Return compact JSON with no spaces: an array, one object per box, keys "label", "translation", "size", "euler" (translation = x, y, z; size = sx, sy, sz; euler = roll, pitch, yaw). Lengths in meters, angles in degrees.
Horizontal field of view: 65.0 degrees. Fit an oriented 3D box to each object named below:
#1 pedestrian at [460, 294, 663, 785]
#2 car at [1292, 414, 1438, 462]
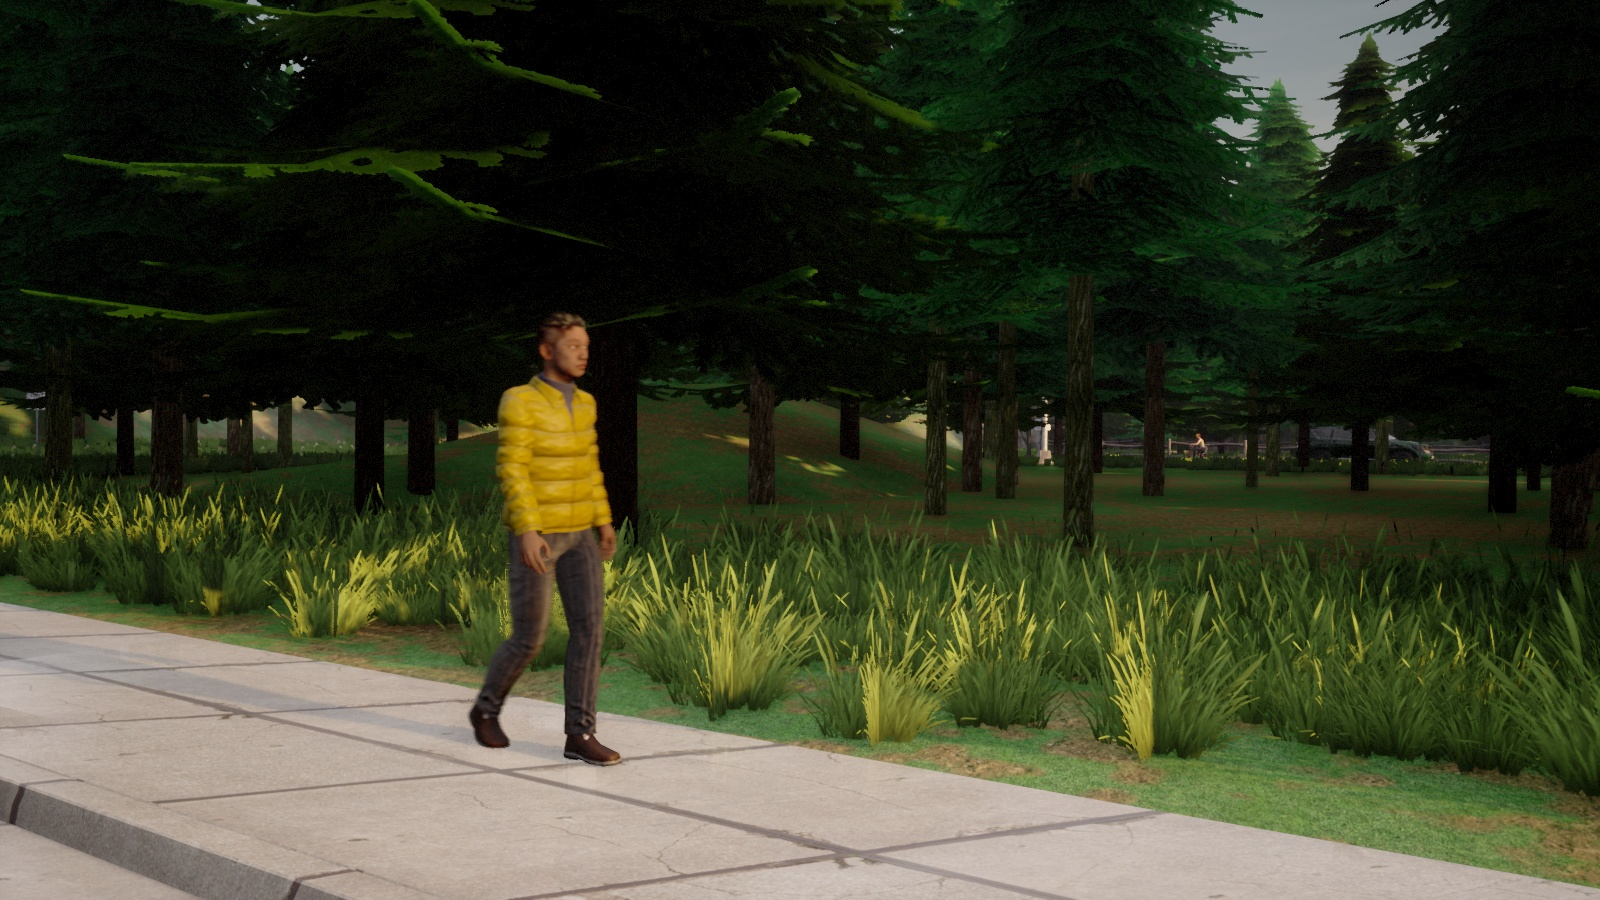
[{"label":"pedestrian","translation":[-0.971,0.333,5.090],"size":[0.709,1.840,0.431],"euler":[0,1,39]},{"label":"car","translation":[24.912,-0.533,55.475],"size":[5.566,2.045,2.150],"euler":[0,1,35]}]
